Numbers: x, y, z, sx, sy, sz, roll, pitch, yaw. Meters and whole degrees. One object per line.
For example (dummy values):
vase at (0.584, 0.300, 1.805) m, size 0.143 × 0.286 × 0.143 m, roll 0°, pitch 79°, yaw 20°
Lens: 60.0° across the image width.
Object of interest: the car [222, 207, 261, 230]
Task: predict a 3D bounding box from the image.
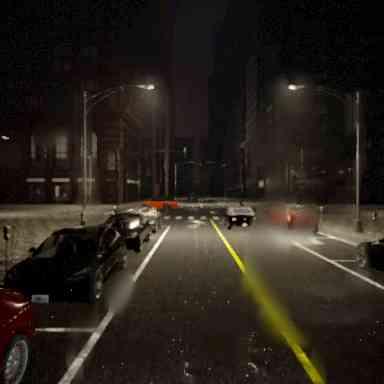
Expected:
car at (3.027, 1.611, 21.323) m, size 1.895 × 1.301 × 4.718 m, roll 0°, pitch 0°, yaw 0°

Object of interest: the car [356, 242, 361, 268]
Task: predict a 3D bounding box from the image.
car at (5.766, 1.578, 8.205) m, size 1.947 × 1.339 × 4.313 m, roll 0°, pitch 0°, yaw 0°

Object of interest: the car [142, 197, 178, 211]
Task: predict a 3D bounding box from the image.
car at (-4.003, 1.371, 39.690) m, size 4.553 × 1.767 × 2.097 m, roll 0°, pitch 0°, yaw 25°

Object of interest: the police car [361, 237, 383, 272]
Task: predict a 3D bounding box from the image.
police car at (3.868, 1.433, 3.027) m, size 1.930 × 1.638 × 5.238 m, roll 0°, pitch 0°, yaw 0°

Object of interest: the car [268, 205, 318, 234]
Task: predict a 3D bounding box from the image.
car at (5.782, 1.455, 19.477) m, size 1.967 × 1.590 × 4.097 m, roll 0°, pitch 0°, yaw 0°

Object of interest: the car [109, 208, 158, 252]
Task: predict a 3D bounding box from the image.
car at (-2.750, 1.563, 13.851) m, size 1.947 × 1.339 × 4.313 m, roll 0°, pitch 0°, yaw 0°

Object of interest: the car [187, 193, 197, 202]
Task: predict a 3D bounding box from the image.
car at (0.052, 1.288, 79.661) m, size 2.150 × 2.045 × 5.566 m, roll 0°, pitch 0°, yaw 0°

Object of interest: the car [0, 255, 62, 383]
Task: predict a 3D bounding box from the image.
car at (-2.767, 1.577, 2.578) m, size 1.802 × 1.307 × 4.206 m, roll 0°, pitch 0°, yaw 0°

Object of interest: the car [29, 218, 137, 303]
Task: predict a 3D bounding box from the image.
car at (-2.759, 1.562, 8.215) m, size 1.947 × 1.339 × 4.313 m, roll 0°, pitch 0°, yaw 0°

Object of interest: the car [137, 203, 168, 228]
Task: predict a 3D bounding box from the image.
car at (-2.742, 1.550, 19.488) m, size 2.008 × 1.369 × 4.403 m, roll 0°, pitch 0°, yaw 0°
